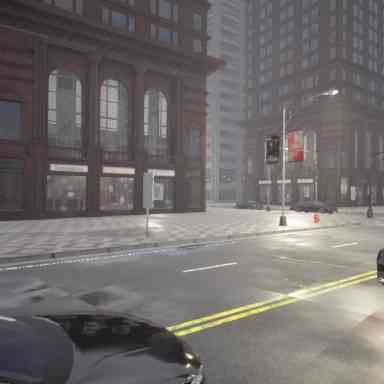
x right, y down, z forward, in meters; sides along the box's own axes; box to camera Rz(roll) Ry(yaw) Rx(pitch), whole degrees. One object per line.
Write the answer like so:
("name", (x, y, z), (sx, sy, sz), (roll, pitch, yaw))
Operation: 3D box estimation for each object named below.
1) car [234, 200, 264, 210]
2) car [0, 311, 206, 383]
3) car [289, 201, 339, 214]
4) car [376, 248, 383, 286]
("car", (7.735, 1.787, 45.320), (1.994, 1.385, 4.181), (1, -1, -35))
("car", (-2.084, 1.492, 1.953), (4.902, 1.511, 2.128), (0, 0, -36))
("car", (13.497, 1.725, 37.222), (2.033, 1.411, 5.357), (1, -1, -35))
("car", (6.261, 1.516, 7.904), (4.892, 1.490, 1.837), (0, 0, -35))
